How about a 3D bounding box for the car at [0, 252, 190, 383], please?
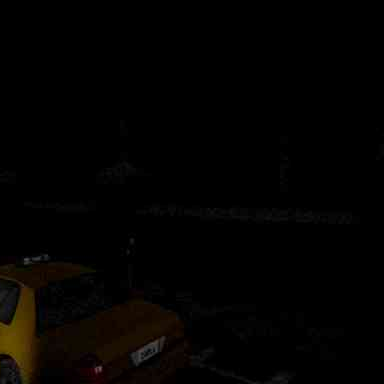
[{"bbox_3d":[-2.304,1.525,4.601,4.829,1.417,1.752,0,0,35],"label":"car"}]
